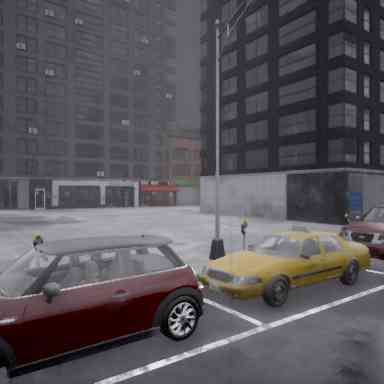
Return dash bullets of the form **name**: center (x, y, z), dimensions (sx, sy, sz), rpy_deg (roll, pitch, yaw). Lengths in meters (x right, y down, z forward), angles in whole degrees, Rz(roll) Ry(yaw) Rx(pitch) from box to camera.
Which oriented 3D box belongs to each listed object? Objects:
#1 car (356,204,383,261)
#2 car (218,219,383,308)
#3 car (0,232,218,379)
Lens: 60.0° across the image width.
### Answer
- **car**: center (6.932, 1.313, 11.132), dimensions (5.009, 1.841, 2.192), rpy_deg (0, 0, -35)
- **car**: center (2.389, 1.524, 7.892), dimensions (4.829, 1.417, 1.752), rpy_deg (0, 0, -35)
- **car**: center (-1.876, 1.439, 4.850), dimensions (4.097, 1.590, 1.967), rpy_deg (0, 0, -35)
